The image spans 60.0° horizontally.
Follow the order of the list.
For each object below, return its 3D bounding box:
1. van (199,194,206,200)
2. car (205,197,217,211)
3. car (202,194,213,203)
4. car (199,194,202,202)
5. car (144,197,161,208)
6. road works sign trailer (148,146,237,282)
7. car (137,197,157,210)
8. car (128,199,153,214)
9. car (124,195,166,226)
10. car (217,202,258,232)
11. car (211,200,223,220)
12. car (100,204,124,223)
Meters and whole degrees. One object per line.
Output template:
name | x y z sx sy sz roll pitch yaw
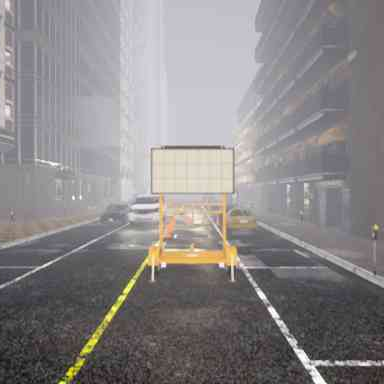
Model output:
van | 2.878 1.376 93.069 1.690 1.788 3.998 0 0 0
car | 2.765 1.549 36.584 2.008 1.369 4.403 0 0 0
car | 2.788 1.443 47.880 1.967 1.590 4.097 0 0 0
car | 2.811 1.324 59.178 2.192 1.841 5.009 0 0 0
car | -5.593 1.529 47.727 1.752 1.417 4.829 0 0 0
road works sign trailer | 0.021 0.462 9.705 2.380 3.560 2.880 0 0 0
car | -5.604 1.441 42.250 1.967 1.590 4.097 0 0 0
car | -5.615 1.550 36.600 2.008 1.369 4.403 0 0 0
car | -3.053 1.218 23.726 2.150 2.045 5.566 0 0 0
car | 2.732 1.522 19.808 1.752 1.417 4.829 0 0 0
car | 2.743 1.563 25.287 1.947 1.339 4.313 0 0 0
car | -5.638 1.563 25.303 1.947 1.339 4.313 0 0 0
